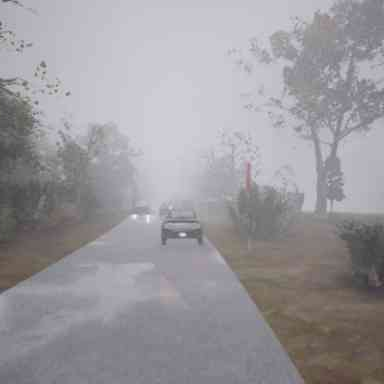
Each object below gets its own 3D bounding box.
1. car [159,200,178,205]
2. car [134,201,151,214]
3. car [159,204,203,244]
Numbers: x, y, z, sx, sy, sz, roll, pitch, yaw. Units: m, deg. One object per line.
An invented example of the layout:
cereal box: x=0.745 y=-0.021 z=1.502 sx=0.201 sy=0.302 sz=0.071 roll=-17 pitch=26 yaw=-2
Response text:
car: x=-2.323 y=1.657 z=34.522 sx=2.097 sy=1.767 sz=4.553 roll=0 pitch=-1 yaw=-7
car: x=-5.975 y=1.867 z=40.248 sx=1.882 sy=1.535 sz=5.008 roll=0 pitch=-1 yaw=-7
car: x=-0.539 y=1.574 z=16.221 sx=2.128 sy=1.511 sz=4.902 roll=0 pitch=-1 yaw=-4
